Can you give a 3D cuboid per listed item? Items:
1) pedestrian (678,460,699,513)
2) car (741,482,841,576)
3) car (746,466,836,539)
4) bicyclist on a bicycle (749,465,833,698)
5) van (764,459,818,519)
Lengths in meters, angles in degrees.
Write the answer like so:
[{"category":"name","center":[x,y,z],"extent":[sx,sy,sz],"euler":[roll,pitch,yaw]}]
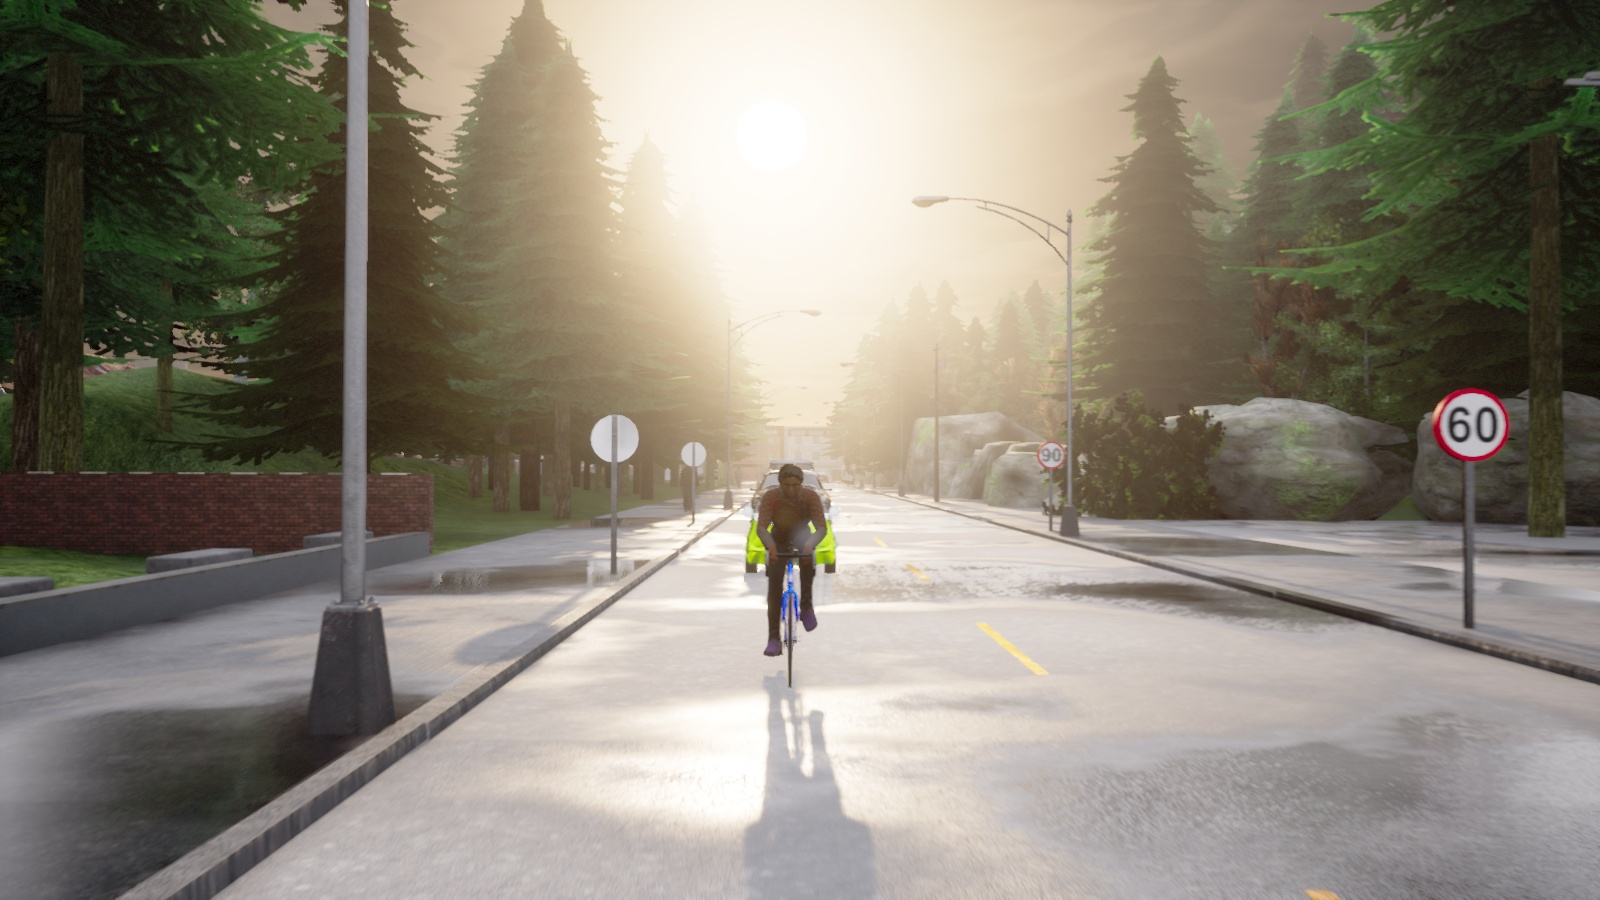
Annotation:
[{"category":"pedestrian","center":[-3.932,1.285,44.325],"extent":[0.634,1.844,0.899],"euler":[0,-1,-11]},{"category":"car","center":[-0.142,1.201,19.755],"extent":[1.481,1.376,2.207],"euler":[0,-1,0]},{"category":"car","center":[-0.224,1.266,30.950],"extent":[2.033,1.649,4.856],"euler":[0,-2,0]},{"category":"bicyclist on a bicycle","center":[-0.070,0.928,9.593],"extent":[0.582,1.620,1.656],"euler":[0,-1,0]},{"category":"van","center":[-0.313,1.297,43.813],"extent":[1.775,1.987,4.442],"euler":[0,0,0]}]
